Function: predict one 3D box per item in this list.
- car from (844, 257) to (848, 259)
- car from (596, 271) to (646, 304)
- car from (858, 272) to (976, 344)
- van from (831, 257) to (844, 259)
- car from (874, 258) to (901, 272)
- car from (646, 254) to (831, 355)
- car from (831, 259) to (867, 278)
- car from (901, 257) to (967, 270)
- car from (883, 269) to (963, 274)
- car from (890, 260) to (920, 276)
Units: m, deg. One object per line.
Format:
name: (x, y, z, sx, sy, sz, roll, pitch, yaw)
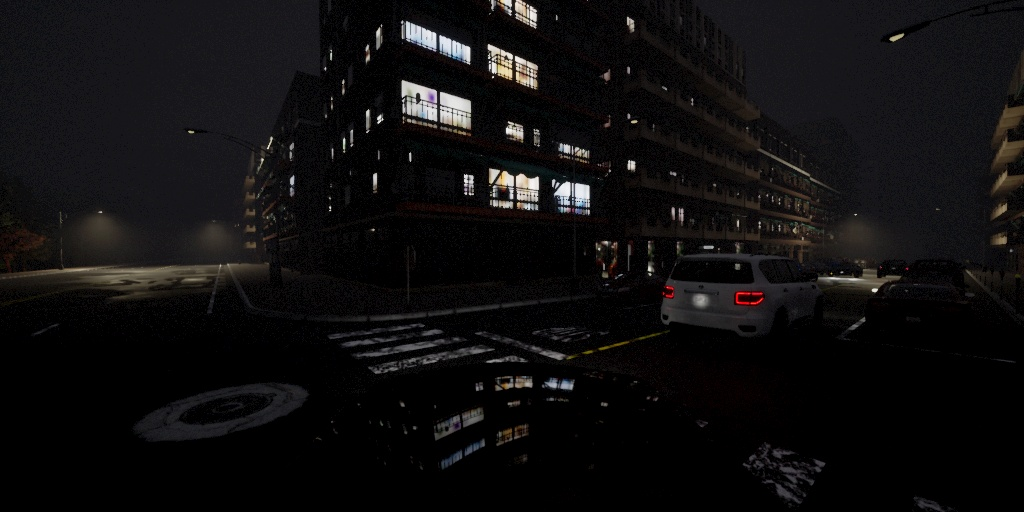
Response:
car: (40.343, 1.034, 44.454, 5.009, 1.841, 2.192, 0, 0, -39)
car: (5.511, 1.306, 15.969, 4.207, 1.307, 1.802, 0, 0, -39)
car: (10.788, 1.297, 9.500, 4.507, 1.381, 1.888, 0, 0, -39)
van: (35.974, 1.060, 40.851, 3.998, 1.789, 1.690, 0, 0, -39)
car: (34.645, 1.090, 32.336, 4.553, 1.767, 2.097, 0, 0, -39)
car: (5.920, 0.965, 8.993, 5.566, 2.045, 2.150, 0, 0, -39)
car: (31.270, 1.292, 33.559, 4.181, 1.385, 1.994, 0, 0, -39)
car: (23.685, 1.063, 20.027, 5.009, 1.841, 2.192, 0, 0, -39)
car: (14.911, 1.316, 12.865, 4.313, 1.339, 1.948, 0, 0, -39)
car: (42.488, 1.216, 38.765, 5.008, 1.535, 1.882, 0, 0, -39)
